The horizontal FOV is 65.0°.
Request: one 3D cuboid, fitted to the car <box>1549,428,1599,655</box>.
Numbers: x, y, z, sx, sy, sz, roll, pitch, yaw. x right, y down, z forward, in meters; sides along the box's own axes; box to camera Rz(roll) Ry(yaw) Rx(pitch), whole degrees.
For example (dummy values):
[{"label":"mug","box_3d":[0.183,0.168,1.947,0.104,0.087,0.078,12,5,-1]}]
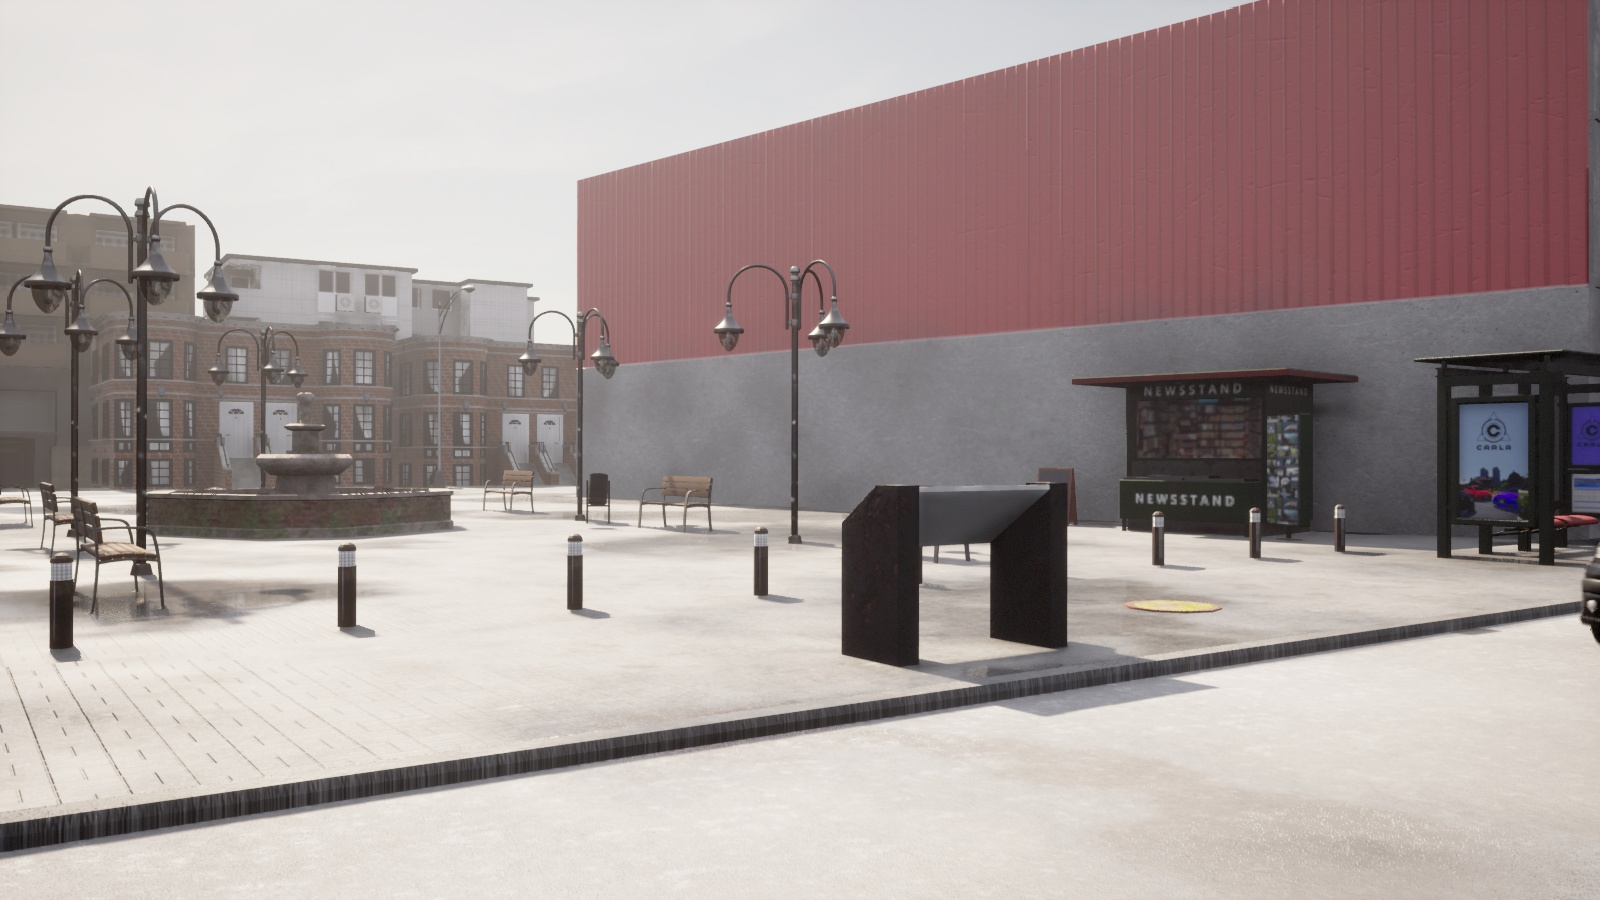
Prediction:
[{"label":"car","box_3d":[7.686,0.650,9.631,3.988,1.617,1.851,0,0,-35]}]
